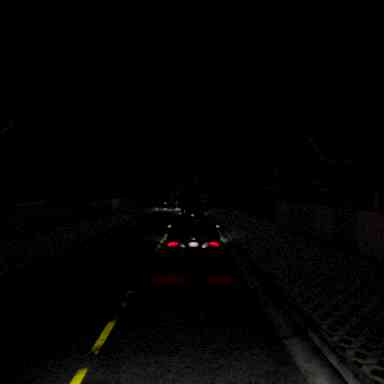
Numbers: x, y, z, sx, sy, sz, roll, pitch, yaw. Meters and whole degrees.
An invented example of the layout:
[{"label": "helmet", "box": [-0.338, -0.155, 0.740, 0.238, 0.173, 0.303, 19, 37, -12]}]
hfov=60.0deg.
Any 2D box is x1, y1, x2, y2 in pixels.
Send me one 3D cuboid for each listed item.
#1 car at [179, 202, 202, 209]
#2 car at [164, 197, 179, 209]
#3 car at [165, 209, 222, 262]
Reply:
[{"label": "car", "box": [0.045, 1.687, 30.267, 1.895, 1.301, 4.718, 0, 0, 0]}, {"label": "car", "box": [-2.896, 1.469, 48.132, 2.097, 1.767, 4.553, 0, 0, 0]}, {"label": "car", "box": [0.055, 1.575, 12.163, 2.033, 1.411, 5.357, 0, 0, 0]}]
